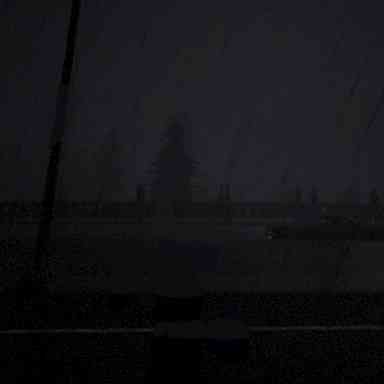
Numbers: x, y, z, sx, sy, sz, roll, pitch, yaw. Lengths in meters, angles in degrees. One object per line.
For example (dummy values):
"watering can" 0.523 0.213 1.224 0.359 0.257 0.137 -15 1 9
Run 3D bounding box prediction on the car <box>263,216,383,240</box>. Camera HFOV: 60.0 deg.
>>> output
"car" 5.627 1.699 14.634 4.718 1.301 1.895 1 0 -3
